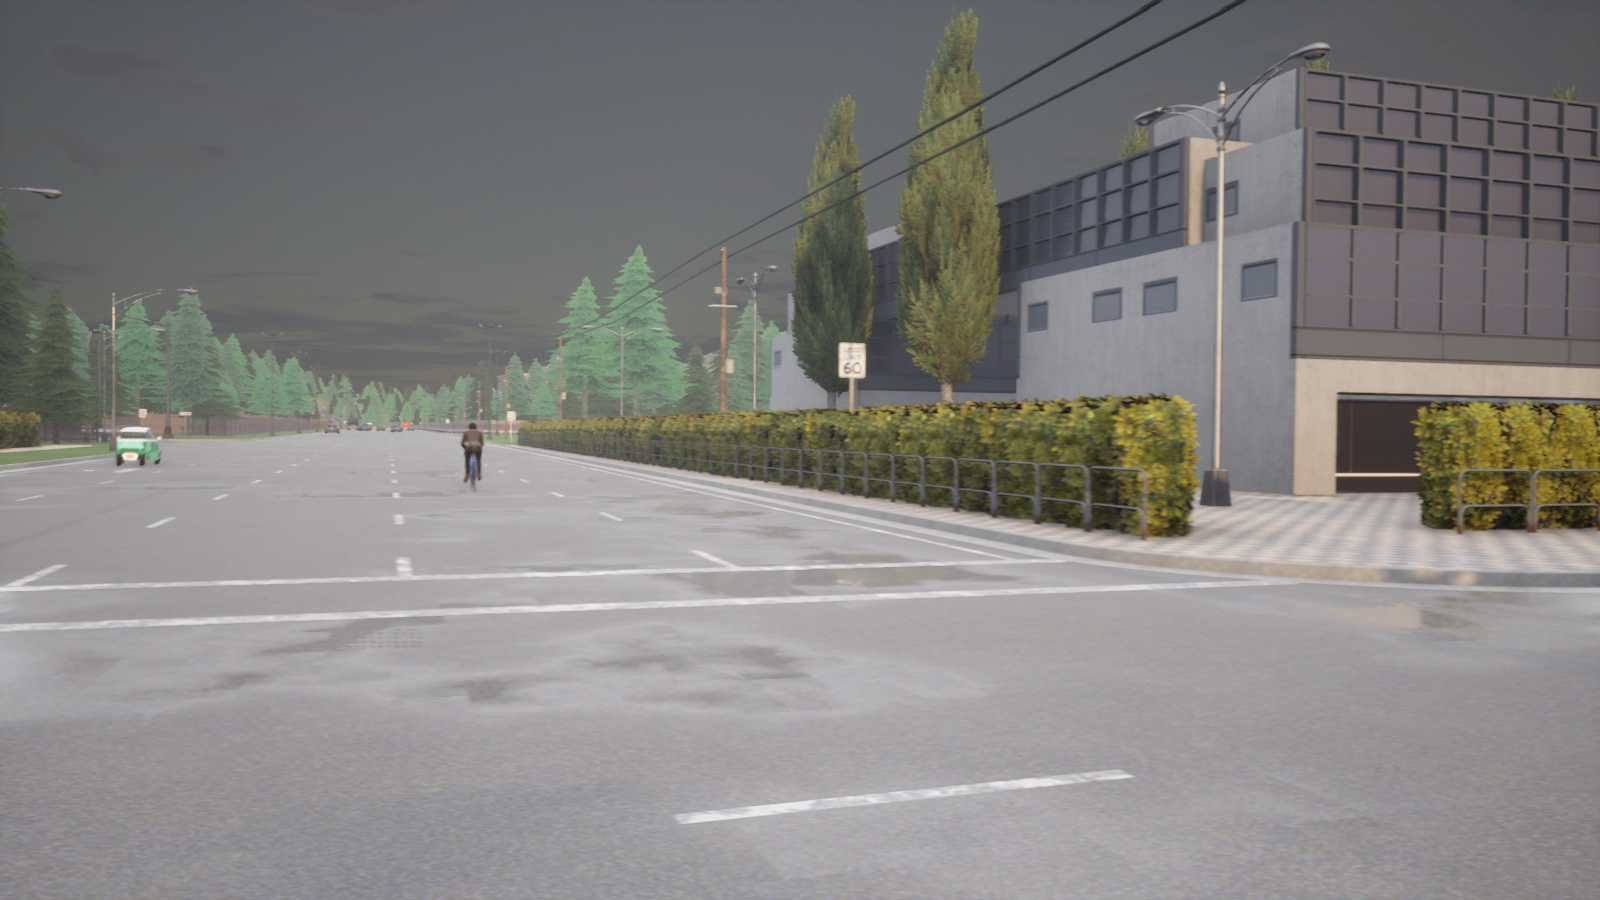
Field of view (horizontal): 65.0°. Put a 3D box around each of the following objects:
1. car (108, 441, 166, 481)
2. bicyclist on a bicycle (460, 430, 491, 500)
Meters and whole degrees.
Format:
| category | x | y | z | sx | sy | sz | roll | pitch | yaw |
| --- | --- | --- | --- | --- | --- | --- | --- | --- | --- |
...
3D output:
| category | x | y | z | sx | sy | sz | roll | pitch | yaw |
| --- | --- | --- | --- | --- | --- | --- | --- | --- | --- |
| car | -23.784 | 0.370 | 45.097 | 1.481 | 1.376 | 2.207 | -1 | 1 | -18 |
| bicyclist on a bicycle | -7.746 | 0.344 | 29.910 | 0.582 | 1.620 | 1.656 | -1 | 1 | -18 |
